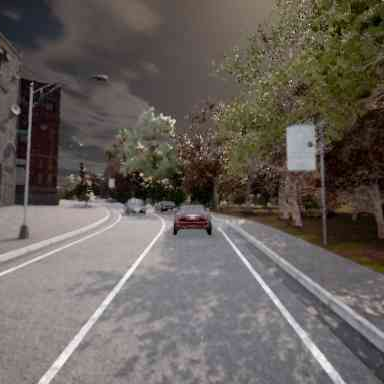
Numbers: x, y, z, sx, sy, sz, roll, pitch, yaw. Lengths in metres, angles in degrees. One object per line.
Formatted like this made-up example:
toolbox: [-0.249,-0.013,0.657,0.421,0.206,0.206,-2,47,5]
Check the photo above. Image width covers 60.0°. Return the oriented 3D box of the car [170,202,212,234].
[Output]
car: [-0.049,1.394,19.740,2.097,1.767,4.553,0,0,-2]

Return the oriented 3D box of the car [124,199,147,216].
car: [-5.638,1.489,32.926,2.128,1.511,4.902,1,0,-15]

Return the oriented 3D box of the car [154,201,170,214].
car: [-3.005,1.692,37.227,1.895,1.301,4.718,2,-1,-17]
